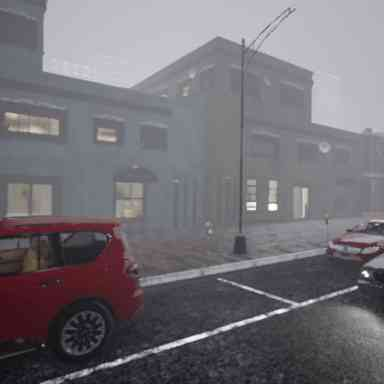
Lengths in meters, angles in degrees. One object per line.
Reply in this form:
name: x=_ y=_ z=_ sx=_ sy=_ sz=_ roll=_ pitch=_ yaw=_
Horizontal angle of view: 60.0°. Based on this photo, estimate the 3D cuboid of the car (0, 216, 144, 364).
car: x=-3.055 y=1.316 z=4.357 sx=5.009 sy=1.841 sz=2.192 roll=0 pitch=1 yaw=-35

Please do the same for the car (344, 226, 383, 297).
car: x=5.981 y=1.563 z=7.641 sx=5.357 sy=1.411 sz=2.033 roll=0 pitch=0 yaw=-35

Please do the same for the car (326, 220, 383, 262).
car: x=6.198 y=1.602 z=10.970 sx=4.206 sy=1.307 sz=1.802 roll=0 pitch=1 yaw=-35
